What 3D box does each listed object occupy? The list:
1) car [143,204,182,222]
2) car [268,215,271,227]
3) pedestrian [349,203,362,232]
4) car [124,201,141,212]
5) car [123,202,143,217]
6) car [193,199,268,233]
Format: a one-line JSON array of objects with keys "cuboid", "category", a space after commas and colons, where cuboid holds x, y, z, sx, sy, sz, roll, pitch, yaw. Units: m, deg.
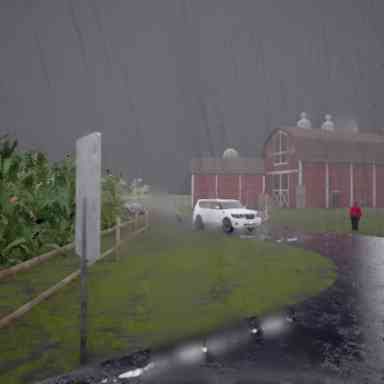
[{"cuboid": [-2.561, 1.934, 30.724, 1.837, 1.490, 4.892, 1, -1, -27], "category": "car"}, {"cuboid": [3.920, 1.882, 24.825, 1.994, 1.385, 4.181, 1, -1, -29], "category": "car"}, {"cuboid": [10.009, 1.514, 20.443, 0.375, 1.860, 0.375, 0, 0, -32], "category": "pedestrian"}, {"cuboid": [-9.870, 2.339, 54.493, 1.882, 1.535, 5.008, 1, -1, -20], "category": "car"}, {"cuboid": [-6.992, 2.101, 39.814, 1.837, 1.490, 4.892, 1, -1, -25], "category": "car"}, {"cuboid": [2.138, 1.487, 22.129, 2.150, 2.045, 5.566, 1, -1, -30], "category": "car"}]
